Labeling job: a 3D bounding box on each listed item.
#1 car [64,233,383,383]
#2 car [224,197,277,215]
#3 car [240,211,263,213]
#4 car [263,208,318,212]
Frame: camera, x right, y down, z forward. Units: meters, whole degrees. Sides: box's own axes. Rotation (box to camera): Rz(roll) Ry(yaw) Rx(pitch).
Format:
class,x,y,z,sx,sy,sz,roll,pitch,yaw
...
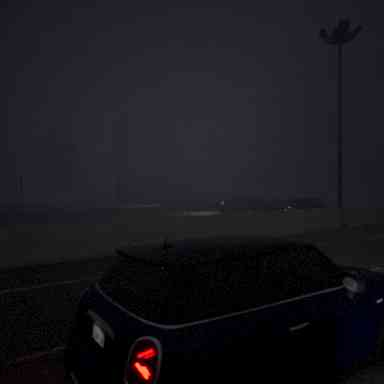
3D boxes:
class,x,y,z,sx,sy,sz,roll,pitch,yaw
car,0.896,1.323,4.257,4.553,1.767,2.097,0,0,-34
car,5.662,1.296,32.041,4.892,1.490,1.837,0,0,-29
car,6.866,1.314,28.709,4.892,1.490,1.837,0,0,-29
car,8.096,1.179,25.370,4.553,1.767,2.097,0,0,-29
